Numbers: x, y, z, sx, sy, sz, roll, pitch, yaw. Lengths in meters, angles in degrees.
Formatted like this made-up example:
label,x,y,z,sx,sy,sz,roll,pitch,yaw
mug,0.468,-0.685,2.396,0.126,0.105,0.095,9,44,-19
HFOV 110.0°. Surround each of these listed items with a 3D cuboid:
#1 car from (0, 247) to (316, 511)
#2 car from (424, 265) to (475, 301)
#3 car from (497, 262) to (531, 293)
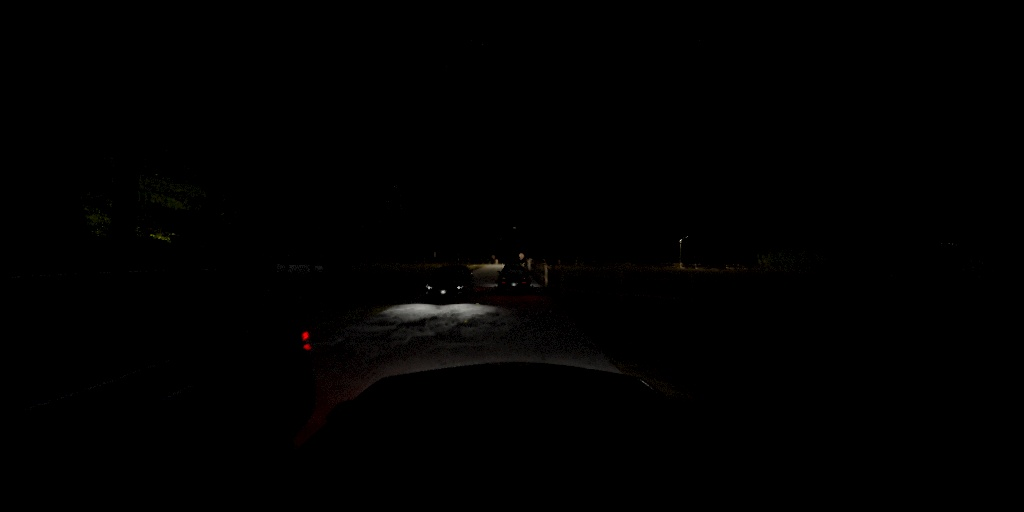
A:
label,x,y,z,sx,sy,sz,roll,pitch,yaw
car,-2.838,0.973,0.964,2.150,2.045,5.566,0,0,0
car,-2.854,1.229,17.277,1.837,1.490,4.892,0,0,0
car,0.100,1.242,20.504,1.812,1.442,4.674,0,0,0
